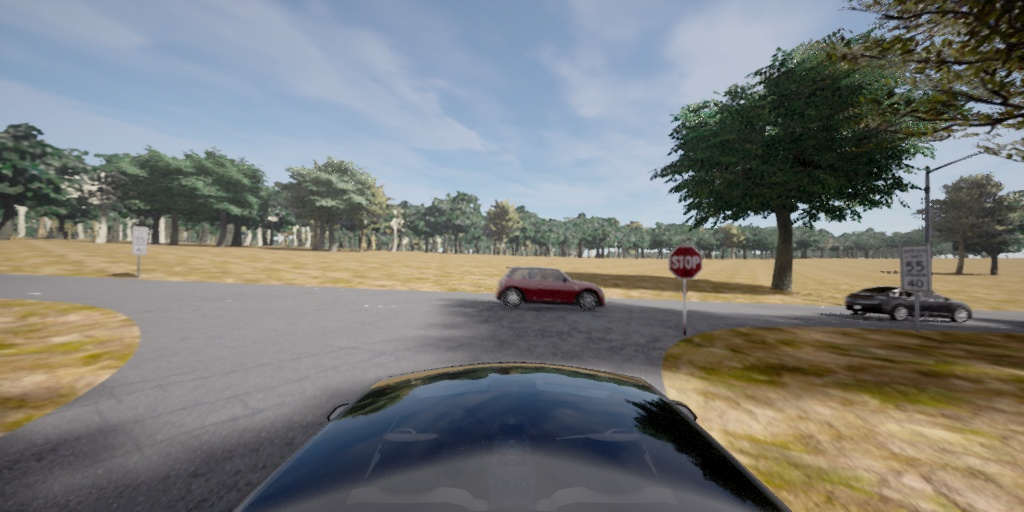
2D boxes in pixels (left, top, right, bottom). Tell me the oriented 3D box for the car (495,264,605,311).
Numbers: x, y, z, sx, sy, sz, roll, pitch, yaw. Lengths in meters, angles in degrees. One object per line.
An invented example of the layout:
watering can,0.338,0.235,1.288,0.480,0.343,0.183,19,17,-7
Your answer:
car,1.564,1.271,15.169,4.553,1.767,2.097,3,-2,-4

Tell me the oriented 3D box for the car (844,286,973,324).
car,18.011,2.171,16.386,4.892,1.490,1.837,2,-2,-4
